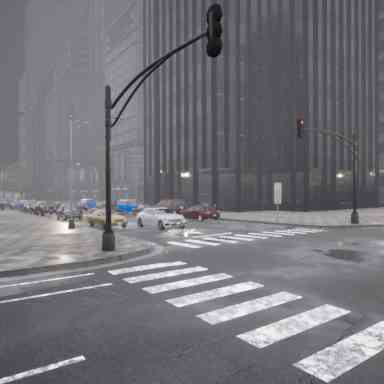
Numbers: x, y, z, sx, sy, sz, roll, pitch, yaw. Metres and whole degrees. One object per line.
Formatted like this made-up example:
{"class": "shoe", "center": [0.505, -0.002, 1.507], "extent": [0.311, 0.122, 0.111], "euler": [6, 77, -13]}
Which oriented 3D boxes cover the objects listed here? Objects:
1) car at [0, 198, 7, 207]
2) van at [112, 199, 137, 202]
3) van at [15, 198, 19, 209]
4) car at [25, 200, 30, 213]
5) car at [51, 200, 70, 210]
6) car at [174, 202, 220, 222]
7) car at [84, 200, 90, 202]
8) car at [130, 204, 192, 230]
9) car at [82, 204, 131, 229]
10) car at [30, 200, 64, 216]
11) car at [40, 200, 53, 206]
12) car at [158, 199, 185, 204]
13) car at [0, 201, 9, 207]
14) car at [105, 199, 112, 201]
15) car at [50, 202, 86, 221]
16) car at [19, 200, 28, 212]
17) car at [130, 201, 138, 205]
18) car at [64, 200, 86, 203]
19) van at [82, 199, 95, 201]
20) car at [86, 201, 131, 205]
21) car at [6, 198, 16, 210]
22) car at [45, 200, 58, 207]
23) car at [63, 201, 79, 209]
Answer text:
{"class": "car", "center": [-41.246, 2.668, 73.687], "extent": [1.887, 1.381, 4.507], "euler": [-1, 0, -35]}
{"class": "van", "center": [-8.224, 1.833, 41.903], "extent": [1.690, 1.788, 3.998], "euler": [-1, 0, -35]}
{"class": "van", "center": [-26.158, 2.123, 52.414], "extent": [1.690, 1.788, 3.998], "euler": [-1, 0, -35]}
{"class": "car", "center": [-20.499, 2.196, 44.444], "extent": [1.887, 1.381, 4.507], "euler": [-1, 0, -35]}
{"class": "car", "center": [-23.018, 2.271, 57.971], "extent": [1.882, 1.535, 5.008], "euler": [0, -1, -35]}
{"class": "car", "center": [0.597, 1.828, 29.446], "extent": [1.887, 1.381, 4.507], "euler": [-1, 0, -35]}
{"class": "car", "center": [-17.035, 2.257, 49.589], "extent": [1.895, 1.301, 4.718], "euler": [0, -1, -35]}
{"class": "car", "center": [-2.281, 1.790, 23.399], "extent": [1.812, 1.442, 4.674], "euler": [0, -1, -37]}
{"class": "car", "center": [-6.266, 1.843, 24.382], "extent": [1.752, 1.417, 4.829], "euler": [-1, 0, -35]}
{"class": "car", "center": [-17.677, 1.901, 40.460], "extent": [2.192, 1.841, 5.009], "euler": [-1, 0, -35]}
{"class": "car", "center": [-34.697, 2.661, 79.191], "extent": [1.947, 1.339, 4.313], "euler": [-1, 0, -35]}
{"class": "car", "center": [-2.347, 1.668, 33.598], "extent": [2.192, 1.841, 5.009], "euler": [-1, 0, -35]}
{"class": "car", "center": [-44.356, 2.772, 78.073], "extent": [1.802, 1.307, 4.206], "euler": [-1, 0, -35]}
{"class": "car", "center": [-11.163, 1.875, 46.055], "extent": [2.192, 1.841, 5.009], "euler": [-1, 0, -35]}
{"class": "car", "center": [-12.018, 2.004, 32.490], "extent": [2.008, 1.369, 4.403], "euler": [-1, 0, -35]}
{"class": "car", "center": [-23.328, 2.157, 48.429], "extent": [1.967, 1.590, 4.097], "euler": [-1, 0, -35]}
{"class": "car", "center": [-5.279, 2.004, 37.750], "extent": [1.802, 1.307, 4.206], "euler": [-1, 0, -35]}
{"class": "car", "center": [-15.235, 2.094, 41.673], "extent": [1.812, 1.442, 4.674], "euler": [0, -1, -35]}
{"class": "van", "center": [-17.040, 2.038, 54.360], "extent": [1.690, 1.788, 3.998], "euler": [-1, 0, -35]}
{"class": "car", "center": [-8.041, 1.891, 31.507], "extent": [2.128, 1.511, 4.902], "euler": [0, -1, -35]}
{"class": "car", "center": [-31.913, 2.354, 60.529], "extent": [1.967, 1.590, 4.097], "euler": [-1, 0, -35]}
{"class": "car", "center": [-31.686, 2.596, 74.947], "extent": [1.947, 1.339, 4.313], "euler": [-1, 0, -35]}
{"class": "car", "center": [-22.656, 2.407, 62.219], "extent": [1.802, 1.307, 4.206], "euler": [-1, 0, -35]}
